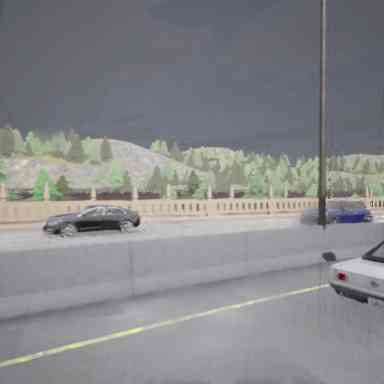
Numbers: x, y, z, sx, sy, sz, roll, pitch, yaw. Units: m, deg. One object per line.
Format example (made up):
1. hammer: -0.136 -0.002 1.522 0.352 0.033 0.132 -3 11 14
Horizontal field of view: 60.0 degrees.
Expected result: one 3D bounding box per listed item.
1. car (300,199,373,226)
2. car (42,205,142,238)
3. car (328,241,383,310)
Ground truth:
1. car: 8.987 1.311 20.727 4.553 1.767 2.097 0 0 -24
2. car: -5.017 1.428 17.138 4.902 1.511 2.128 0 0 -32
3. car: 5.022 1.584 6.697 4.718 1.301 1.895 0 0 -30
